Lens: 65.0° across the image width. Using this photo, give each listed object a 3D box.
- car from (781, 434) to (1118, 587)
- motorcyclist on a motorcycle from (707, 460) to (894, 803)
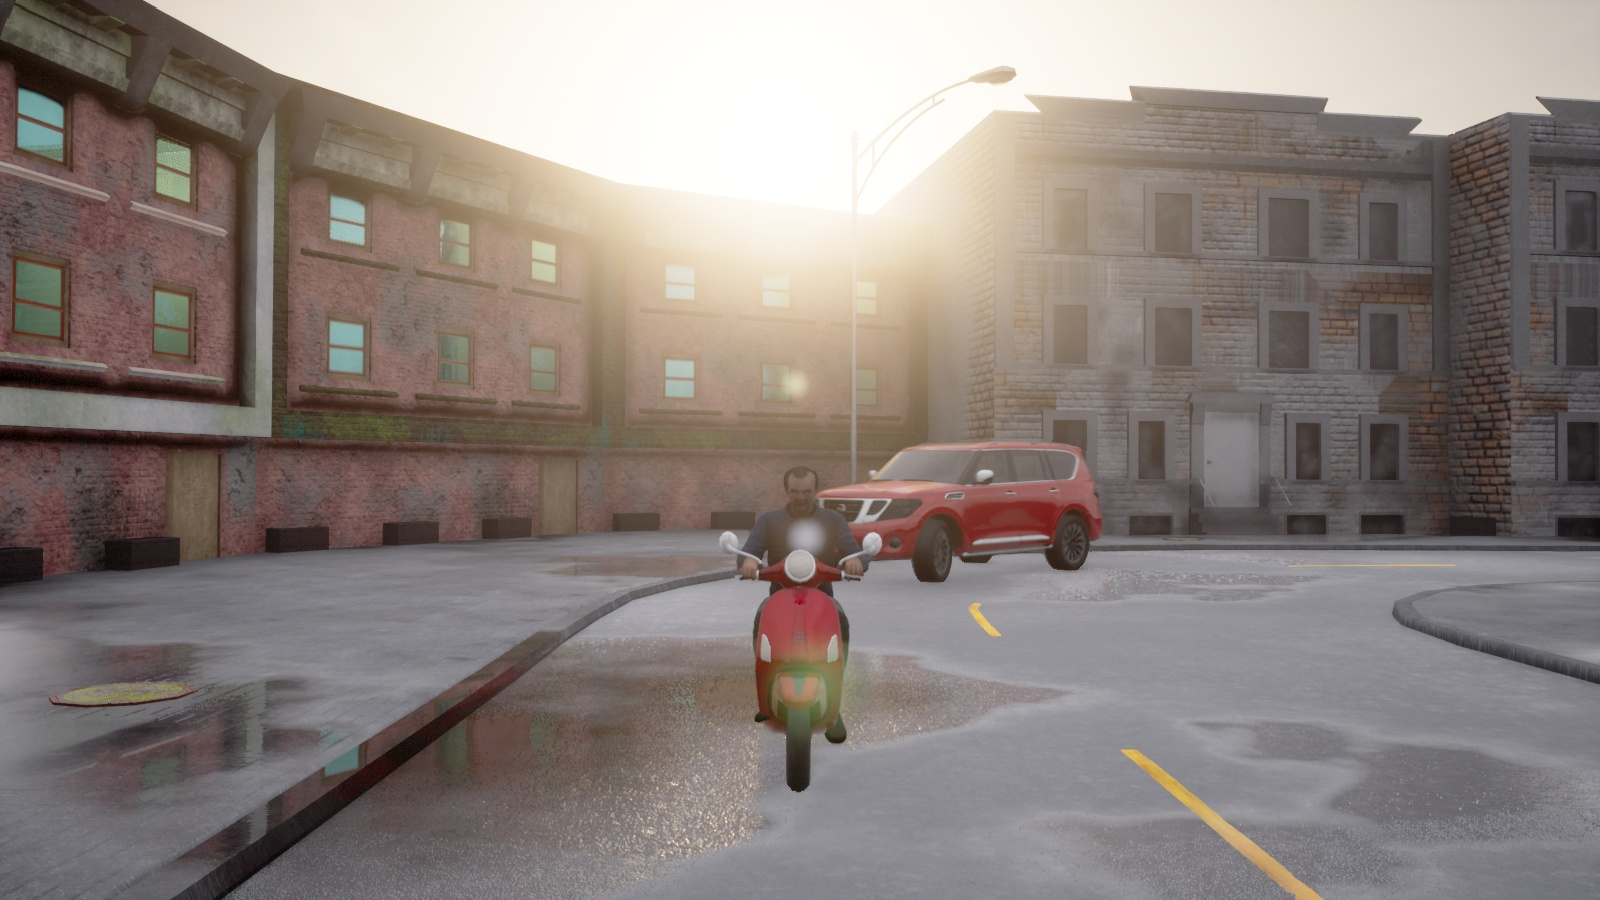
[{"bbox_3d":[2.469,0.851,19.471,5.566,2.045,2.150,1,-2,-44],"label":"car"},{"bbox_3d":[0.009,0.880,6.777,0.866,1.590,1.817,0,-2,1],"label":"motorcyclist on a motorcycle"}]
